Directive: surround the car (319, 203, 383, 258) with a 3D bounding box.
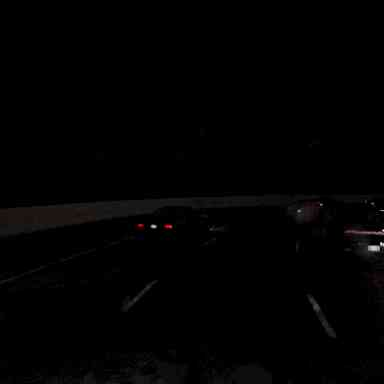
[{"bbox_3d":[5.930,1.370,11.819,2.128,1.511,4.902,0,1,18],"label":"car"}]

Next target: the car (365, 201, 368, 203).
[{"bbox_3d":[20.706,1.206,36.278,4.181,1.385,1.994,0,1,-35],"label":"car"}]

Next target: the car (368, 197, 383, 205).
[{"bbox_3d":[18.098,1.307,30.131,4.718,1.301,1.895,0,1,-42],"label":"car"}]

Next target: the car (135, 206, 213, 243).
[{"bbox_3d":[-0.611,1.360,15.205,2.033,1.411,5.357,0,1,20],"label":"car"}]

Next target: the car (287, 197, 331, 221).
[{"bbox_3d":[8.492,1.301,24.427,1.994,1.385,4.181,1,1,34],"label":"car"}]

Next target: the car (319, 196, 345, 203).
[{"bbox_3d":[14.871,1.161,36.796,5.357,1.411,2.033,0,1,-38],"label":"car"}]
